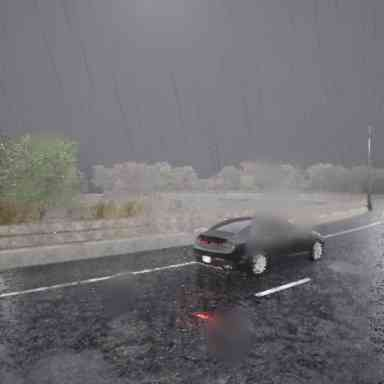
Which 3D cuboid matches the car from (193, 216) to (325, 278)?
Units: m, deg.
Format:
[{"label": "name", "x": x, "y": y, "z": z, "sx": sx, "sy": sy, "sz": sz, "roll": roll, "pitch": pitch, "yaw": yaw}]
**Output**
[{"label": "car", "x": 2.248, "y": 1.498, "z": 10.248, "sx": 4.892, "sy": 1.490, "sz": 1.837, "roll": 0, "pitch": 0, "yaw": -40}]
